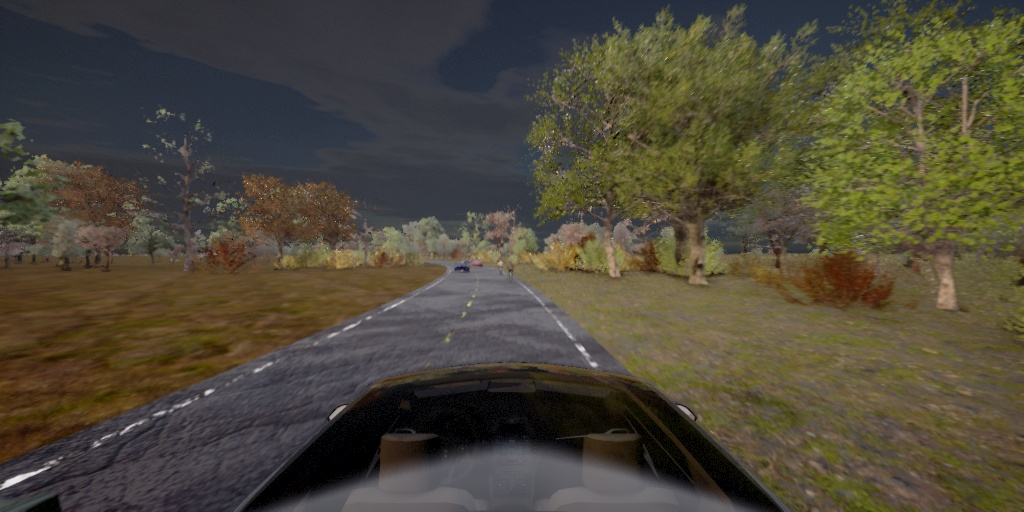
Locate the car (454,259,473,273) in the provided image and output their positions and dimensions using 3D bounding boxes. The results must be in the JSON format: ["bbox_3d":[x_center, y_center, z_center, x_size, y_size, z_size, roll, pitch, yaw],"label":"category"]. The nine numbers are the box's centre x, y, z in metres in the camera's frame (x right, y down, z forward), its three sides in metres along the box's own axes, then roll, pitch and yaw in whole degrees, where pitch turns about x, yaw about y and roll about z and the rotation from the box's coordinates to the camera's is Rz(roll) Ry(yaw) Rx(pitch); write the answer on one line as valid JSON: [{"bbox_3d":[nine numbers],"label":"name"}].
[{"bbox_3d":[-5.782,1.287,41.553,1.895,1.301,4.718,0,0,-7],"label":"car"}]

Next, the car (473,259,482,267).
[{"bbox_3d":[-6.329,1.194,62.640,1.994,1.385,4.181,0,0,-12],"label":"car"}]

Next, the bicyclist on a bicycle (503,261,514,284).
[{"bbox_3d":[-0.100,1.150,25.498,0.582,1.620,1.656,-1,0,-5],"label":"bicyclist on a bicycle"}]

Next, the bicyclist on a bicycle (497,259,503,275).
[{"bbox_3d":[-1.125,1.111,35.734,0.866,1.612,1.509,-1,0,-7],"label":"bicyclist on a bicycle"}]
